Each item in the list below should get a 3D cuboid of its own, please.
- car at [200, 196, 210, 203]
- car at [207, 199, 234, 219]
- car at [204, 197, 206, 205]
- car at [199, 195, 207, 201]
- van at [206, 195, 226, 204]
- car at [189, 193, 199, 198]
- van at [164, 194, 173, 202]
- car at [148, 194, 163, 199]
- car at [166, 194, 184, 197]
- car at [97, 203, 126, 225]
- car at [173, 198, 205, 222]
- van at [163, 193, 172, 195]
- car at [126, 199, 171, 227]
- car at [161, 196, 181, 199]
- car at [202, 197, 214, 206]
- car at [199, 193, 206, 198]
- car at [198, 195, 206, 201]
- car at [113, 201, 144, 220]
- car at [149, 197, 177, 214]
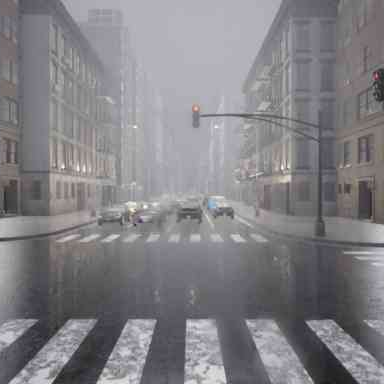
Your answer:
[{"bbox_3d":[2.648,1.516,66.960,1.752,1.417,4.829,0,0,0],"label":"car"},{"bbox_3d":[2.639,1.546,28.948,2.008,1.369,4.403,0,0,0],"label":"car"},{"bbox_3d":[2.641,1.576,39.760,1.802,1.307,4.206,0,0,0],"label":"car"},{"bbox_3d":[2.653,1.534,83.010,1.887,1.381,4.507,0,0,0],"label":"car"},{"bbox_3d":[2.640,1.336,34.354,1.690,1.788,3.998,0,0,0],"label":"van"},{"bbox_3d":[0.097,1.483,63.062,2.128,1.511,4.902,0,0,0],"label":"car"},{"bbox_3d":[-5.441,1.331,77.603,1.690,1.788,3.998,0,0,0],"label":"van"},{"bbox_3d":[-5.411,1.433,45.165,1.967,1.590,4.097,0,0,0],"label":"car"},{"bbox_3d":[-2.798,1.470,53.060,1.882,1.535,5.008,0,0,1],"label":"car"},{"bbox_3d":[-5.391,1.547,23.540,2.008,1.369,4.403,0,0,0],"label":"car"},{"bbox_3d":[-0.100,1.501,25.964,1.837,1.490,4.892,0,0,3],"label":"car"},{"bbox_3d":[-5.431,1.332,66.790,1.690,1.788,3.998,0,0,0],"label":"van"},{"bbox_3d":[-2.849,1.488,22.908,2.128,1.511,4.902,0,0,0],"label":"car"},{"bbox_3d":[-2.835,1.558,42.806,1.994,1.385,4.181,0,0,1],"label":"car"},{"bbox_3d":[2.646,1.558,55.979,1.947,1.339,4.313,0,0,0],"label":"car"},{"bbox_3d":[2.644,1.308,50.573,2.192,1.841,5.009,0,0,0],"label":"car"},{"bbox_3d":[2.654,1.554,88.416,1.947,1.339,4.313,0,0,0],"label":"car"},{"bbox_3d":[-5.396,1.521,28.777,1.752,1.417,4.829,0,0,0],"label":"car"},{"bbox_3d":[-2.845,1.542,32.792,2.033,1.411,5.357,0,0,0],"label":"car"}]
